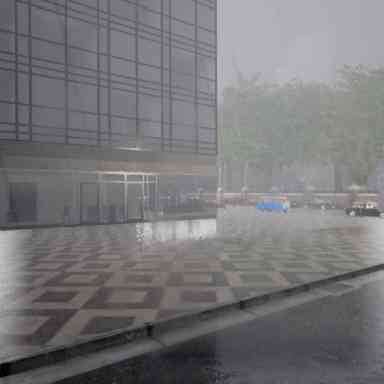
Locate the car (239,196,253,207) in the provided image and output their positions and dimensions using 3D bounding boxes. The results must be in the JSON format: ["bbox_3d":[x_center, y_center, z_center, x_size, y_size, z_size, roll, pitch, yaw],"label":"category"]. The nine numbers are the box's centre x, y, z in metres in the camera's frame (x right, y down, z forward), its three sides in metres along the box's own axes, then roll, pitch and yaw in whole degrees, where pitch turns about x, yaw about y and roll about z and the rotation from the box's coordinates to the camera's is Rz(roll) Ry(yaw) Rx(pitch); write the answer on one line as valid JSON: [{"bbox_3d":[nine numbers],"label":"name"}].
[{"bbox_3d":[9.944,1.655,52.148,1.802,1.307,4.206,-1,0,-35],"label":"car"}]

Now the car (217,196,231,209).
[{"bbox_3d":[2.985,1.685,47.222,1.887,1.381,4.507,-1,0,-35],"label":"car"}]

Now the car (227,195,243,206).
[{"bbox_3d":[6.756,1.401,56.661,2.192,1.841,5.009,-1,0,-35],"label":"car"}]

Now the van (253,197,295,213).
[{"bbox_3d":[9.355,1.442,38.193,1.690,1.788,3.998,-1,0,-35],"label":"van"}]

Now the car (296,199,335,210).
[{"bbox_3d":[16.317,1.584,43.119,2.008,1.369,4.403,-1,0,-35],"label":"car"}]

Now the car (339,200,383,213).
[{"bbox_3d":[19.503,1.588,38.605,1.802,1.307,4.206,-1,0,-35],"label":"car"}]

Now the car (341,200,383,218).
[{"bbox_3d":[15.730,1.593,29.165,2.008,1.369,4.403,-1,0,-35],"label":"car"}]
